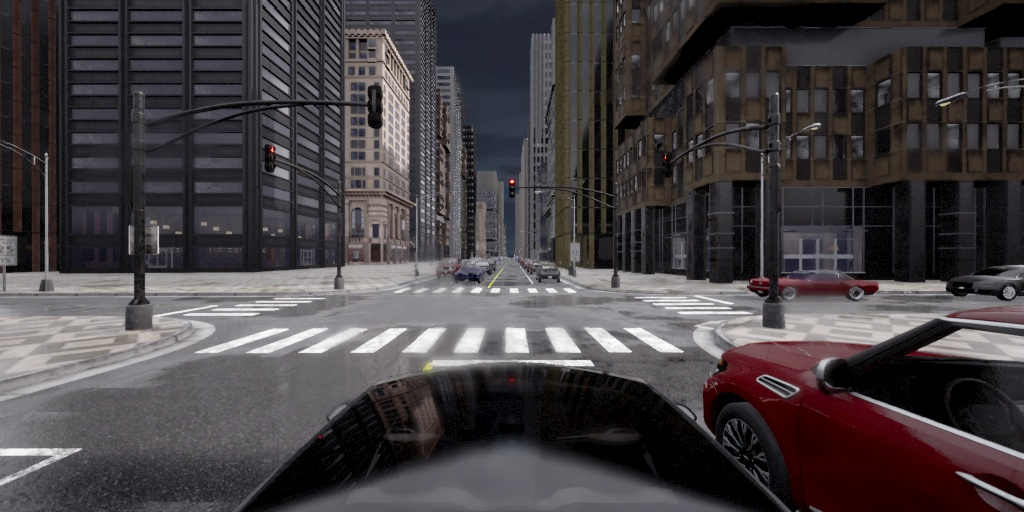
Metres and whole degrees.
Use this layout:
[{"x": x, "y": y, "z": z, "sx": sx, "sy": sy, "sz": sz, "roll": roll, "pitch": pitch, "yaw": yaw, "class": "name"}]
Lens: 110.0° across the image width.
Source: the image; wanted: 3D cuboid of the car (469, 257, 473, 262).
[{"x": -5.749, "y": 1.193, "z": 39.464, "sx": 1.967, "sy": 1.591, "sz": 4.097, "roll": 0, "pitch": 0, "yaw": 0, "class": "car"}]

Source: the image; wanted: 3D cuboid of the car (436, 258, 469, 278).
[{"x": -5.751, "y": 1.067, "z": 33.822, "sx": 2.192, "sy": 1.841, "sz": 5.009, "roll": 0, "pitch": 0, "yaw": 0, "class": "car"}]

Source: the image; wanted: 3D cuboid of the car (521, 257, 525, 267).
[{"x": 2.782, "y": 1.199, "z": 56.391, "sx": 1.967, "sy": 1.591, "sz": 4.097, "roll": 0, "pitch": 0, "yaw": 0, "class": "car"}]

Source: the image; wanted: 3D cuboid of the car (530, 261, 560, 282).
[{"x": 2.772, "y": 1.302, "z": 28.188, "sx": 2.007, "sy": 1.370, "sz": 4.403, "roll": 0, "pitch": 0, "yaw": 0, "class": "car"}]

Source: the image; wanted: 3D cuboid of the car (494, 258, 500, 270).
[{"x": -3.076, "y": 1.304, "z": 48.784, "sx": 2.033, "sy": 1.411, "sz": 5.357, "roll": 0, "pitch": 0, "yaw": 0, "class": "car"}]

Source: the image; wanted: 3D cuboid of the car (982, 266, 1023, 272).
[{"x": 22.959, "y": 1.197, "z": 16.404, "sx": 4.892, "sy": 1.490, "sz": 1.837, "roll": 0, "pitch": 0, "yaw": 0, "class": "car"}]

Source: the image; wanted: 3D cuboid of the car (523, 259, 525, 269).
[{"x": 2.778, "y": 1.300, "z": 45.110, "sx": 1.888, "sy": 1.381, "sz": 4.507, "roll": 0, "pitch": 0, "yaw": 0, "class": "car"}]

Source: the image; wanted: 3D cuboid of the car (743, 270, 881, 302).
[{"x": 13.524, "y": 1.314, "z": 16.361, "sx": 4.718, "sy": 1.301, "sz": 1.895, "roll": 0, "pitch": 0, "yaw": 0, "class": "car"}]

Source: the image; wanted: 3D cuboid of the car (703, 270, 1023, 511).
[{"x": 2.762, "y": 1.065, "z": 1.215, "sx": 2.192, "sy": 1.841, "sz": 5.009, "roll": 0, "pitch": 0, "yaw": 0, "class": "car"}]

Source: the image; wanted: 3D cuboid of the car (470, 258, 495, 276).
[{"x": -3.088, "y": 1.279, "z": 38.254, "sx": 1.812, "sy": 1.442, "sz": 4.674, "roll": 0, "pitch": 0, "yaw": 0, "class": "car"}]

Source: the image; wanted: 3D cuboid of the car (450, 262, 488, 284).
[{"x": -3.091, "y": 1.352, "z": 26.686, "sx": 1.895, "sy": 1.301, "sz": 4.718, "roll": 0, "pitch": 0, "yaw": 0, "class": "car"}]

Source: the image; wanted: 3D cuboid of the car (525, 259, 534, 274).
[{"x": 2.776, "y": 1.304, "z": 39.469, "sx": 2.007, "sy": 1.370, "sz": 4.403, "roll": 0, "pitch": 0, "yaw": 0, "class": "car"}]
